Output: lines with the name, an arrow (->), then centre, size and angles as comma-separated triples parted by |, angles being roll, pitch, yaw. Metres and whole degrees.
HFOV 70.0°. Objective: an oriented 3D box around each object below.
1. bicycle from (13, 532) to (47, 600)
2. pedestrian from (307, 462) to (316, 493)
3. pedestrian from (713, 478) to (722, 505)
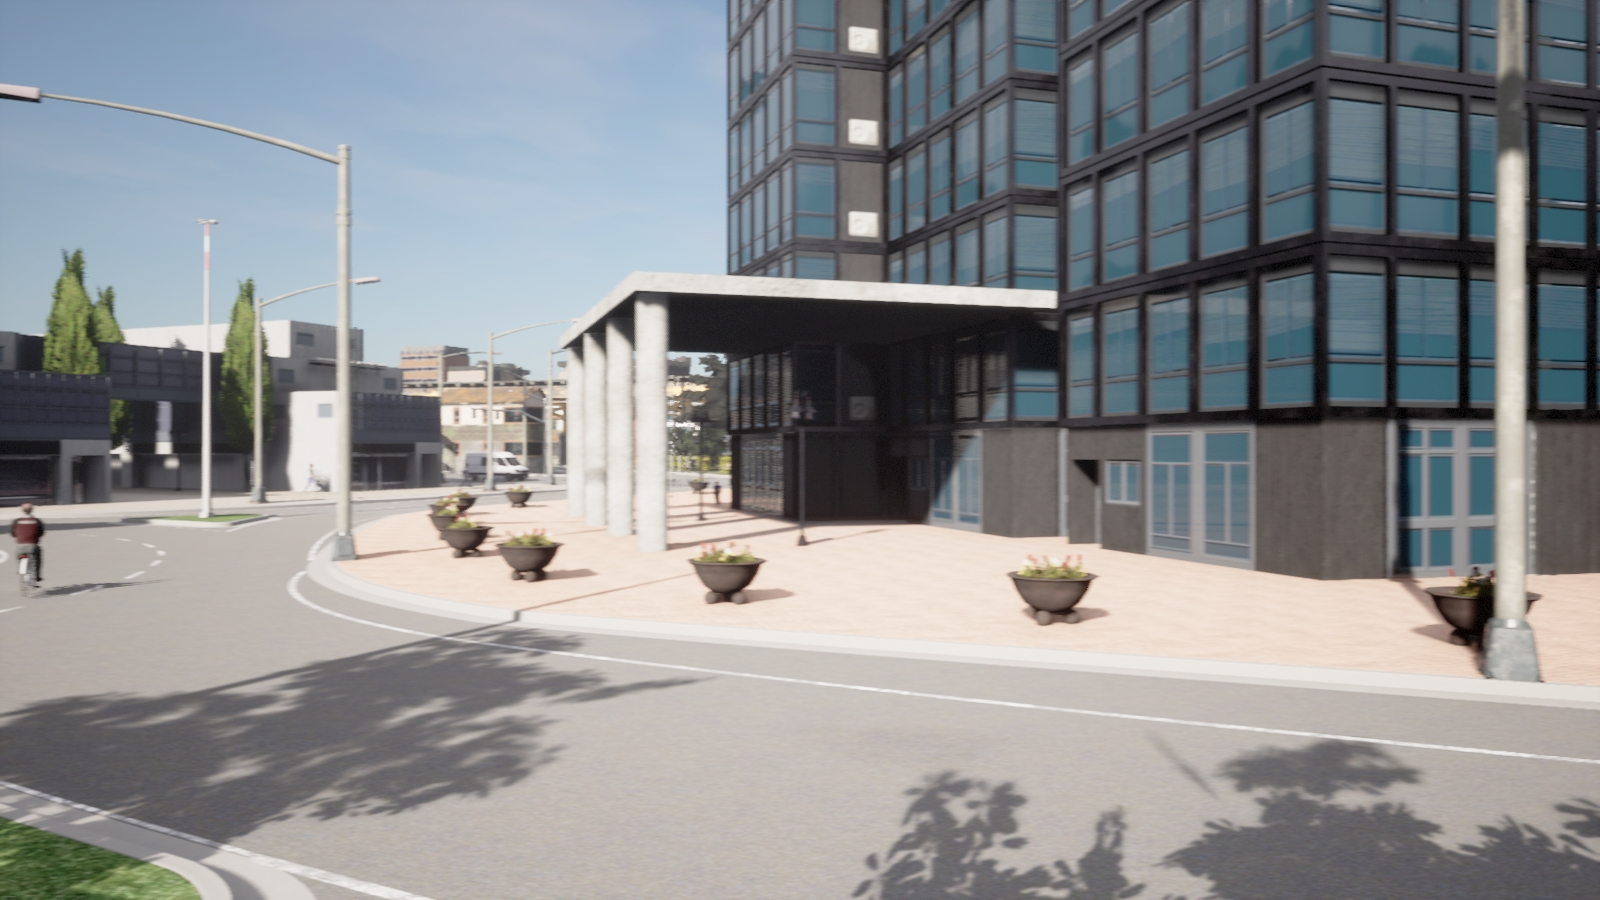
bicycle -> -14.888, 2.221, 22.105 | 0.329, 1.126, 1.835 | 0, 0, -27
pedestrian -> -29.774, 1.655, 69.652 | 0.375, 1.860, 0.375 | 0, 0, -2
pedestrian -> -3.971, 2.012, 55.093 | 0.375, 1.300, 0.375 | 0, 0, 3
